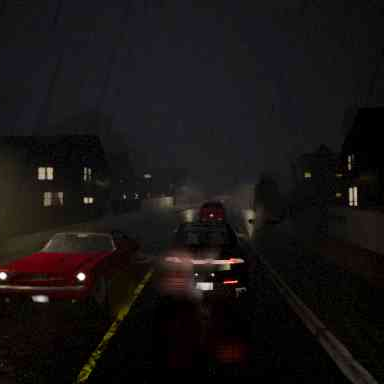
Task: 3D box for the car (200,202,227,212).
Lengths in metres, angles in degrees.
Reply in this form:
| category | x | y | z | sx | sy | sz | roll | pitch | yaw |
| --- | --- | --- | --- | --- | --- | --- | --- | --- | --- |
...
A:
| category | x | y | z | sx | sy | sz | roll | pitch | yaw |
| --- | --- | --- | --- | --- | --- | --- | --- | --- | --- |
| car | 1.644 | 1.478 | 25.552 | 1.882 | 1.535 | 5.008 | 0 | 0 | 6 |

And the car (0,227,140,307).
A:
| category | x | y | z | sx | sy | sz | roll | pitch | yaw |
| --- | --- | --- | --- | --- | --- | --- | --- | --- | --- |
| car | -2.632 | 1.609 | 8.156 | 1.895 | 1.301 | 4.718 | 0 | 0 | 2 |

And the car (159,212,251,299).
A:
| category | x | y | z | sx | sy | sz | roll | pitch | yaw |
| --- | --- | --- | --- | --- | --- | --- | --- | --- | --- |
| car | 0.340 | 1.496 | 8.454 | 2.128 | 1.511 | 4.902 | 0 | 0 | 3 |
